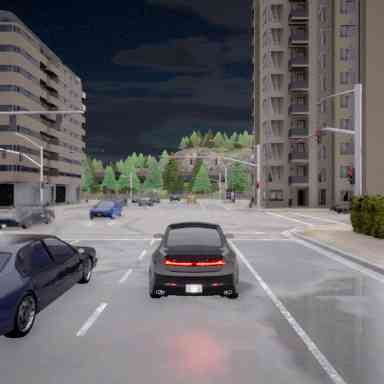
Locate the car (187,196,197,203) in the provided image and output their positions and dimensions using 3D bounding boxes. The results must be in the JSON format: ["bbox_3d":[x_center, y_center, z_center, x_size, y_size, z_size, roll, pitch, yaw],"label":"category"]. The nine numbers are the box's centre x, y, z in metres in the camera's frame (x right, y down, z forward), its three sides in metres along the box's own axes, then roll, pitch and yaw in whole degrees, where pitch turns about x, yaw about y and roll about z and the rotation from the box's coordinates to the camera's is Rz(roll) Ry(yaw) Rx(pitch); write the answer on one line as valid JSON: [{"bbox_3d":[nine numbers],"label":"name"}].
[{"bbox_3d":[-0.031,1.477,70.020,1.882,1.535,5.008,0,0,0],"label":"car"}]

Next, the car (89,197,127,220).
[{"bbox_3d":[-7.145,1.477,28.053,1.882,1.535,5.008,0,0,0],"label":"car"}]

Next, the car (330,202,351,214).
[{"bbox_3d":[17.290,1.547,34.599,5.357,1.411,2.033,0,0,0],"label":"car"}]

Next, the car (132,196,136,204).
[{"bbox_3d":[-10.635,1.506,65.113,1.837,1.490,4.892,0,0,0],"label":"car"}]

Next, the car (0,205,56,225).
[{"bbox_3d":[-10.635,1.547,21.467,2.033,1.411,5.357,0,0,0],"label":"car"}]

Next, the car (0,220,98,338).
[{"bbox_3d":[-3.460,1.547,6.537,2.033,1.411,5.357,0,0,0],"label":"car"}]

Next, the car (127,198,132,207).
[{"bbox_3d":[-10.675,1.491,49.038,2.128,1.511,4.902,0,0,0],"label":"car"}]

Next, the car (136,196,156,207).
[{"bbox_3d":[-7.176,1.526,52.003,1.812,1.442,4.674,0,0,-1],"label":"car"}]

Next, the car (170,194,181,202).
[{"bbox_3d":[-3.618,1.194,72.924,2.097,1.767,4.553,0,0,0],"label":"car"}]

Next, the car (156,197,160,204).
[{"bbox_3d":[-7.158,1.562,62.801,1.994,1.385,4.181,0,0,0],"label":"car"}]

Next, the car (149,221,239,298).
[{"bbox_3d":[0.050,1.505,8.466,1.837,1.490,4.892,0,0,0],"label":"car"}]
